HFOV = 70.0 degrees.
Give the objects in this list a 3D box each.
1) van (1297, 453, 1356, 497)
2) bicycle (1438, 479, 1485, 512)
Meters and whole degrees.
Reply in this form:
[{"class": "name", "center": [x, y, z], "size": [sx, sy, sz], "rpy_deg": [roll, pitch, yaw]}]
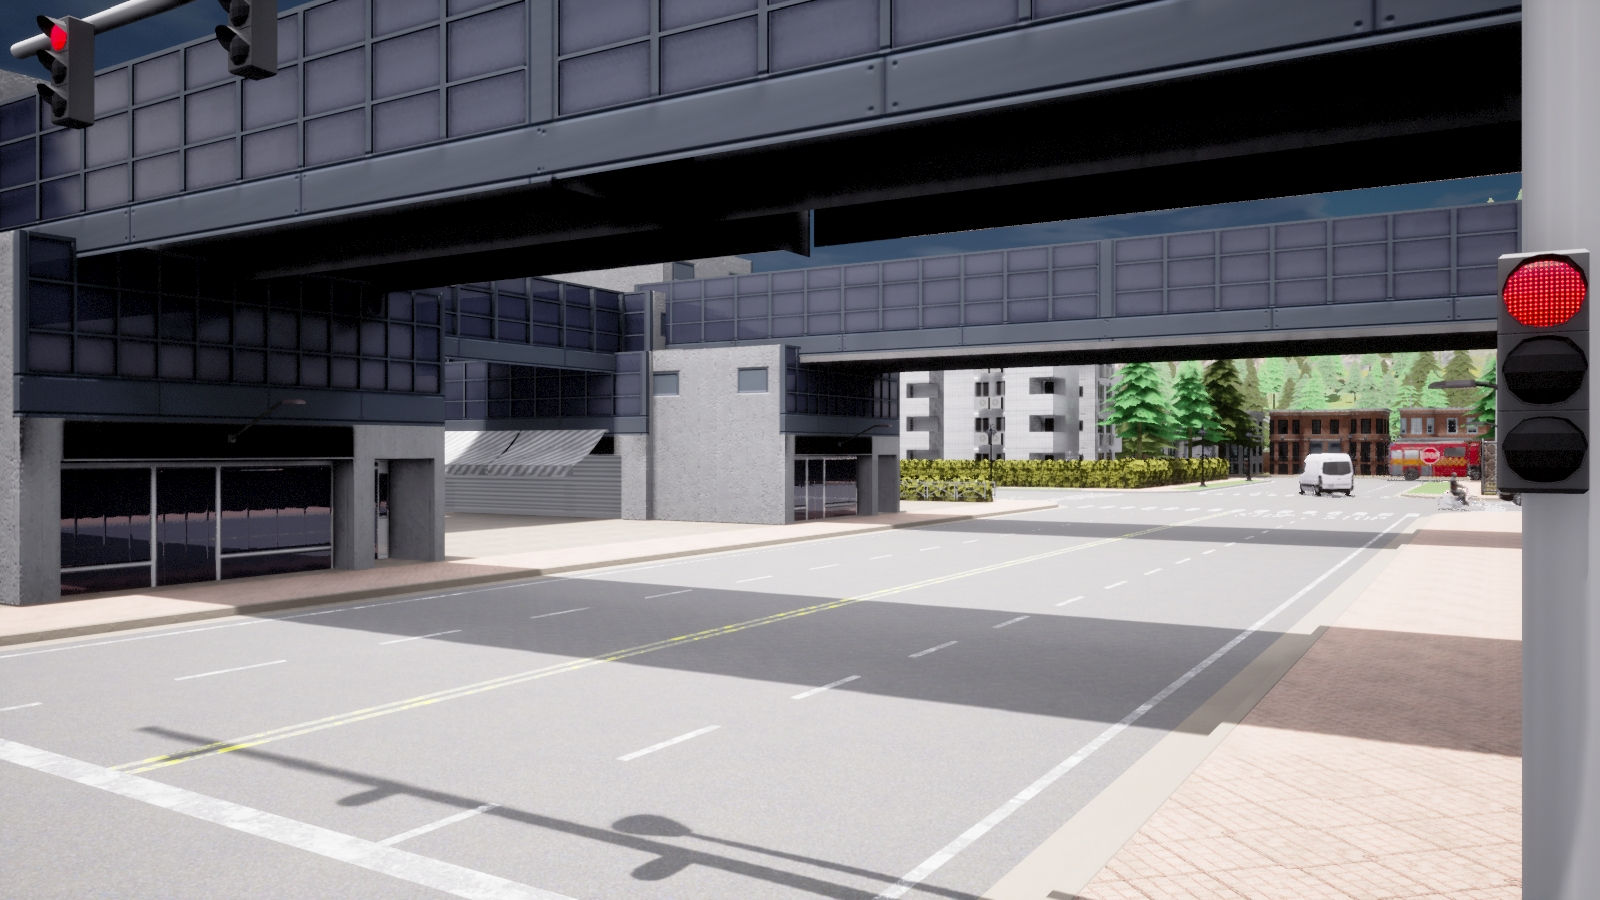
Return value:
[{"class": "van", "center": [32.469, 1.521, 70.640], "size": [1.988, 2.561, 5.915], "rpy_deg": [-1, 0, 12]}, {"class": "bicycle", "center": [30.332, 2.060, 52.423], "size": [1.835, 1.471, 0.329], "rpy_deg": [0, 0, 32]}]
